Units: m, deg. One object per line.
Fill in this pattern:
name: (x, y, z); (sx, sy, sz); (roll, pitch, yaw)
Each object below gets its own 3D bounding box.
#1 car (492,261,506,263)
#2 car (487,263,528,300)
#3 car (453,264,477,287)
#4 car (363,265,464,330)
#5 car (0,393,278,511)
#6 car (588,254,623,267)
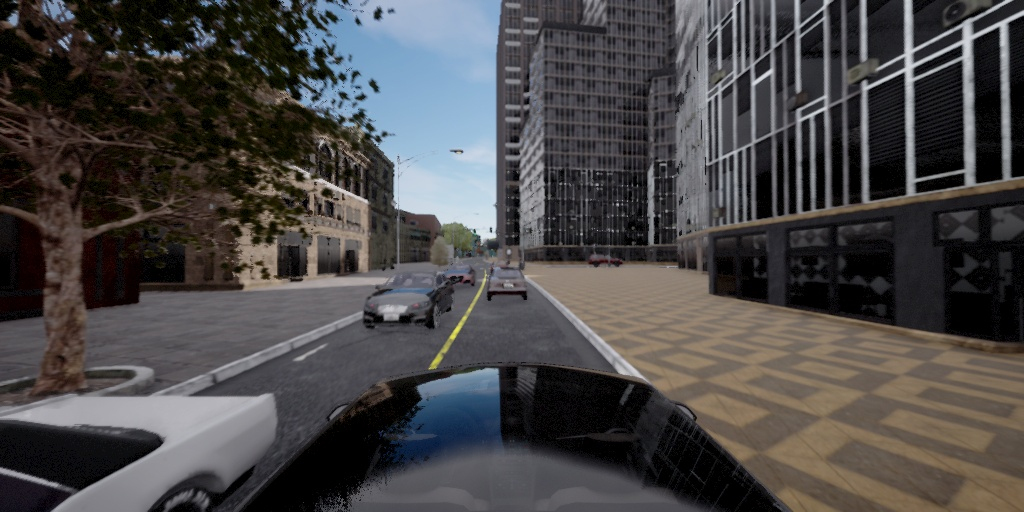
car: (-1.384, 1.170, 38.737); (1.895, 1.301, 4.718); (0, 0, -4)
car: (-0.246, 1.223, 17.189); (2.033, 1.411, 5.357); (0, 0, -1)
car: (-3.339, 1.208, 23.478); (1.994, 1.385, 4.181); (0, 0, -2)
car: (-2.938, 1.198, 11.100); (2.128, 1.511, 4.902); (0, 0, -1)
car: (-2.866, 1.359, 0.709); (1.895, 1.301, 4.718); (0, 0, 0)
car: (13.759, 0.679, 52.837); (5.009, 1.841, 2.192); (0, 0, 15)
